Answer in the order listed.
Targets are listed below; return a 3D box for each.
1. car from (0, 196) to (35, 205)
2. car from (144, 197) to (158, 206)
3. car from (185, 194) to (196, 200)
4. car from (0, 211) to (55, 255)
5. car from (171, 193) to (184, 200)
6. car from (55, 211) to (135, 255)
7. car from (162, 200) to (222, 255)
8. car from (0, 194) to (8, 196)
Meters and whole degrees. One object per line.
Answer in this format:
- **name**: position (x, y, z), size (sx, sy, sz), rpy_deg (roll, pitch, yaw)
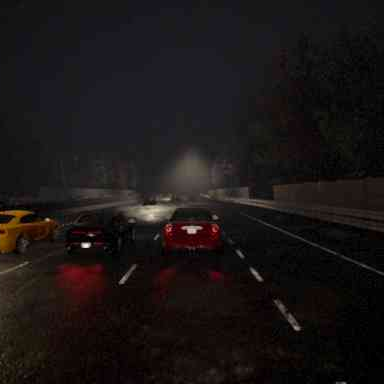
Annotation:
- **car**: position (-17.579, 1.497, 34.017), size (1.882, 1.535, 5.008), rpy_deg (0, 0, 0)
- **car**: position (-7.010, 1.597, 56.490), size (1.994, 1.385, 4.181), rpy_deg (0, 0, 0)
- **car**: position (-0.011, 1.547, 79.004), size (1.837, 1.490, 4.892), rpy_deg (0, 0, 0)
- **car**: position (-7.003, 1.485, 13.300), size (1.882, 1.535, 5.008), rpy_deg (0, 0, 0)
- **car**: position (-3.510, 1.268, 72.968), size (2.150, 2.045, 5.566), rpy_deg (0, 0, 0)
- **car**: position (-3.502, 1.514, 13.402), size (1.837, 1.490, 4.892), rpy_deg (0, 0, 0)
- **car**: position (-0.005, 1.359, 13.473), size (2.097, 1.767, 4.553), rpy_deg (0, 0, 0)
- **car**: position (-21.073, 1.244, 34.463), size (2.150, 2.045, 5.566), rpy_deg (0, 0, 0)
